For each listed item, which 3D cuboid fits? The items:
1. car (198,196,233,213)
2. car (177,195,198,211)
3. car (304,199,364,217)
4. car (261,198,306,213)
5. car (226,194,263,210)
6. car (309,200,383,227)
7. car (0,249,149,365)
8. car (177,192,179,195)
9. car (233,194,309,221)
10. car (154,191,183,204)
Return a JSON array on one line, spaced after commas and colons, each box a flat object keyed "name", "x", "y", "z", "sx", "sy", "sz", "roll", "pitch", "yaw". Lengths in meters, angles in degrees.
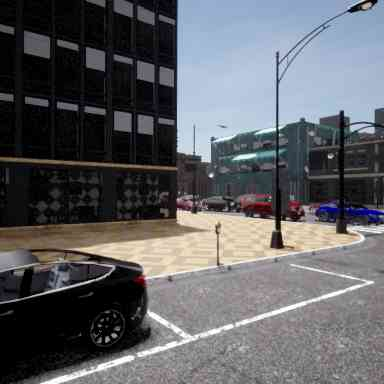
[{"name": "car", "x": 3.064, "y": 1.204, "z": 32.933, "sx": 1.837, "sy": 1.490, "sz": 4.892, "roll": 0, "pitch": 0, "yaw": -36}, {"name": "car", "x": -0.724, "y": 1.231, "z": 33.732, "sx": 1.802, "sy": 1.307, "sz": 4.206, "roll": 1, "pitch": 0, "yaw": -36}, {"name": "car", "x": 12.595, "y": 1.371, "z": 29.747, "sx": 1.887, "sy": 1.381, "sz": 4.507, "roll": 1, "pitch": 0, "yaw": -36}, {"name": "car", "x": 9.314, "y": 1.340, "z": 34.218, "sx": 1.802, "sy": 1.307, "sz": 4.206, "roll": 1, "pitch": 0, "yaw": -36}, {"name": "car", "x": 6.034, "y": 1.130, "z": 38.690, "sx": 1.967, "sy": 1.590, "sz": 4.097, "roll": 1, "pitch": 0, "yaw": -36}, {"name": "car", "x": 10.512, "y": 1.388, "z": 22.229, "sx": 1.812, "sy": 1.442, "sz": 4.674, "roll": 0, "pitch": 1, "yaw": -32}, {"name": "car", "x": -2.688, "y": 1.566, "z": 4.636, "sx": 4.313, "sy": 1.339, "sz": 1.947, "roll": 0, "pitch": 0, "yaw": -35}, {"name": "car", "x": -0.530, "y": 1.101, "z": 47.632, "sx": 2.008, "sy": 1.369, "sz": 4.403, "roll": 1, "pitch": 0, "yaw": -36}, {"name": "car", "x": 5.845, "y": 1.101, "z": 24.789, "sx": 2.192, "sy": 1.841, "sz": 5.009, "roll": 1, "pitch": 0, "yaw": -36}, {"name": "car", "x": -3.806, "y": 0.794, "z": 52.103, "sx": 2.192, "sy": 1.841, "sz": 5.009, "roll": 1, "pitch": 0, "yaw": -36}]
